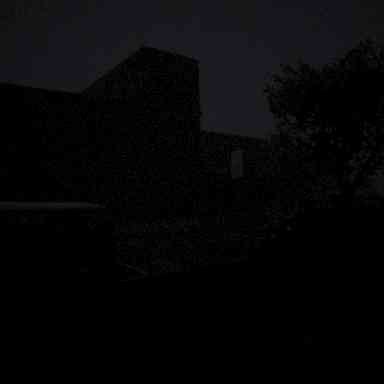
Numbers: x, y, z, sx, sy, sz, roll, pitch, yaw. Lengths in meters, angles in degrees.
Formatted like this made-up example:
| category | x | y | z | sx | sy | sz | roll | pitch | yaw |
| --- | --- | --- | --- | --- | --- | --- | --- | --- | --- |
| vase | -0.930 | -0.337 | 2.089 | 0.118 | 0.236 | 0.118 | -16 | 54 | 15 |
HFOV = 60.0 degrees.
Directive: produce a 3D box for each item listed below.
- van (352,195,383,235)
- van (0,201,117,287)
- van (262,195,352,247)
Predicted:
| category | x | y | z | sx | sy | sz | roll | pitch | yaw |
| --- | --- | --- | --- | --- | --- | --- | --- | --- | --- |
| van | 9.058 | 1.183 | 18.001 | 4.442 | 1.987 | 1.878 | 1 | 1 | -43 |
| van | -4.044 | 1.204 | 7.551 | 4.442 | 1.987 | 1.878 | 1 | 0 | -37 |
| van | 4.838 | 1.180 | 14.350 | 4.442 | 1.987 | 1.878 | 1 | 0 | -42 |
